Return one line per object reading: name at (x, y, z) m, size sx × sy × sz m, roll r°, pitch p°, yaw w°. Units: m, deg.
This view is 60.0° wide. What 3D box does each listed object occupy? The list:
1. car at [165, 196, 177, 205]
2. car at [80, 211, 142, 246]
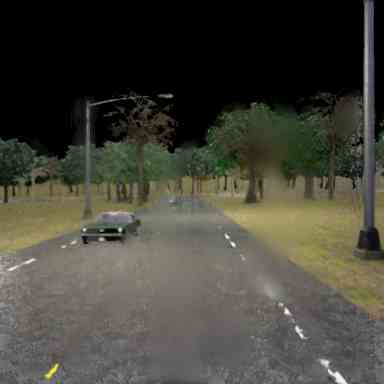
car at (-3.519, 1.484, 57.333) m, size 2.128 × 1.511 × 4.902 m, roll 0°, pitch 0°, yaw 1°
car at (-3.593, 1.593, 15.478) m, size 1.895 × 1.301 × 4.718 m, roll 0°, pitch 0°, yaw 0°
